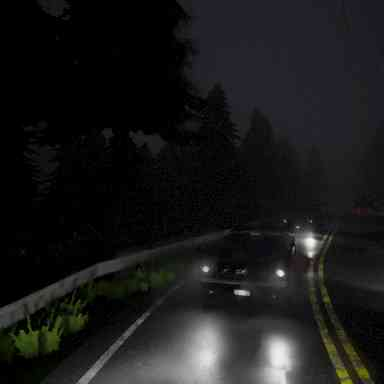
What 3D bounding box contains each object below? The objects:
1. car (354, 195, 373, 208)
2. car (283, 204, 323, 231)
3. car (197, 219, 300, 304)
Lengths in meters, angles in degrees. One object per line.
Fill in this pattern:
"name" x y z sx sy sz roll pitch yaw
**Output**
"car" 20.783 1.057 40.184 2.128 1.511 4.902 -2 0 28
"car" 6.787 1.459 20.121 2.033 1.411 5.357 -2 0 26
"car" 1.632 1.599 8.434 1.895 1.301 4.718 -1 0 18
